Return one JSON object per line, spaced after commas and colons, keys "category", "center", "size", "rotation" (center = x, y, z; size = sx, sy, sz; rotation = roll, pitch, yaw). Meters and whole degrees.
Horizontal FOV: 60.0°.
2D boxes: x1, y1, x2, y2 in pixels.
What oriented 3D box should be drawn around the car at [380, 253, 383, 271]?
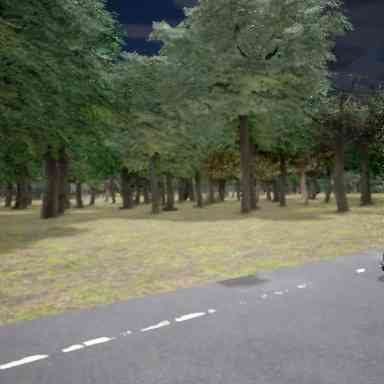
{"category": "car", "center": [7.392, 1.530, 9.267], "size": [5.357, 1.411, 2.033], "rotation": [0, 0, -36]}
